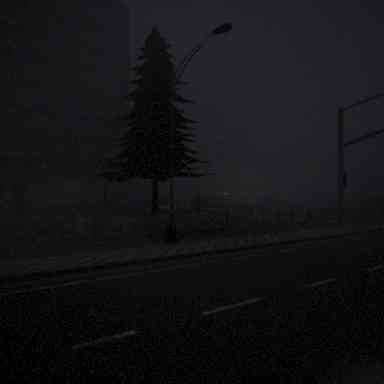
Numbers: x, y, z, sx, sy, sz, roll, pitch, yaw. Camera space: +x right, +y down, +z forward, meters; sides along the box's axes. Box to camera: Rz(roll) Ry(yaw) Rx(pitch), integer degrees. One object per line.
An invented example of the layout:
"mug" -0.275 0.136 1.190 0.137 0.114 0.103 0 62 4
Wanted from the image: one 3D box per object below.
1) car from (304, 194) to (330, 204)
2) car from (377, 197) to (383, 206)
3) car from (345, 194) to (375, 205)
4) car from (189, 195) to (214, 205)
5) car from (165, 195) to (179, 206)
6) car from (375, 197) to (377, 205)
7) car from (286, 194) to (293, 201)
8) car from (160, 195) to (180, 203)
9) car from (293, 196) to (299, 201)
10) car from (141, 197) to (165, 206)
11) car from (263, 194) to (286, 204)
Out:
"car" 23.807 1.587 64.301 1.970 1.475 3.806 0 0 -36
"car" 29.347 1.325 46.869 1.932 1.855 4.605 0 0 -36
"car" 37.519 1.401 74.177 1.932 1.855 4.605 0 0 -36
"car" 1.391 1.650 61.810 1.812 1.442 4.674 0 0 -35
"car" -4.529 1.702 57.902 1.895 1.301 4.718 0 0 -35
"car" 39.915 1.622 75.804 1.784 1.438 3.905 0 0 -36
"car" 22.103 1.584 81.627 1.784 1.438 3.905 0 0 -36
"car" -4.667 1.451 70.175 1.837 1.490 4.892 0 0 -36
"car" 24.260 1.383 83.225 1.932 1.855 4.605 0 0 -36
"car" -6.722 1.654 54.937 1.994 1.385 4.181 0 0 -35
"car" 19.744 1.606 79.948 1.970 1.475 3.806 0 0 -36
